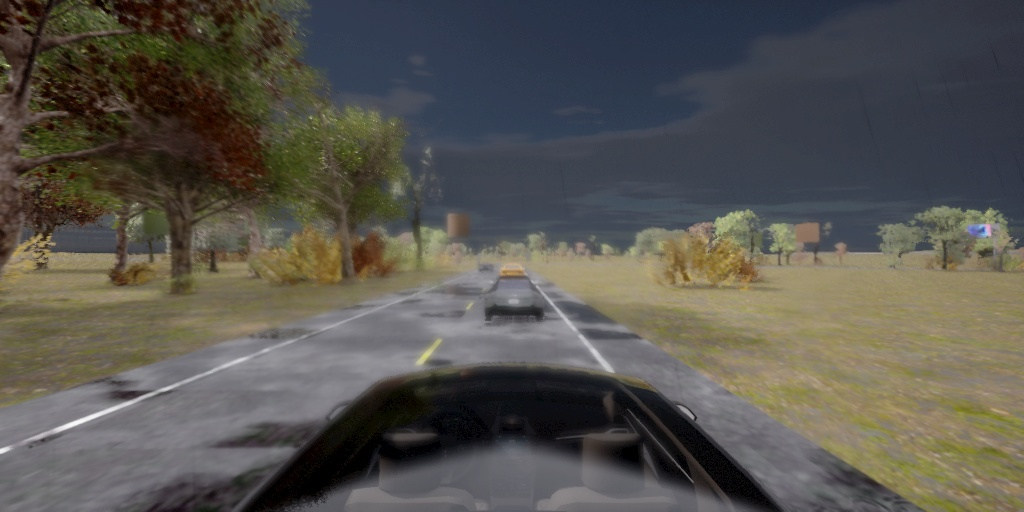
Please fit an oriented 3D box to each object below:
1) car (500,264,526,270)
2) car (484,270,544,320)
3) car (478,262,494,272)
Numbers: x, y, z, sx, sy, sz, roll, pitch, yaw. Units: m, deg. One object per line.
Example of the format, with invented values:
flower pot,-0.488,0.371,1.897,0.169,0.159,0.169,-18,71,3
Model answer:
car,0.072,1.381,29.035,1.882,1.535,5.008,0,0,0
car,0.072,1.379,13.018,1.994,1.385,4.181,0,0,0
car,-3.589,1.581,50.481,1.994,1.385,4.181,0,0,0
